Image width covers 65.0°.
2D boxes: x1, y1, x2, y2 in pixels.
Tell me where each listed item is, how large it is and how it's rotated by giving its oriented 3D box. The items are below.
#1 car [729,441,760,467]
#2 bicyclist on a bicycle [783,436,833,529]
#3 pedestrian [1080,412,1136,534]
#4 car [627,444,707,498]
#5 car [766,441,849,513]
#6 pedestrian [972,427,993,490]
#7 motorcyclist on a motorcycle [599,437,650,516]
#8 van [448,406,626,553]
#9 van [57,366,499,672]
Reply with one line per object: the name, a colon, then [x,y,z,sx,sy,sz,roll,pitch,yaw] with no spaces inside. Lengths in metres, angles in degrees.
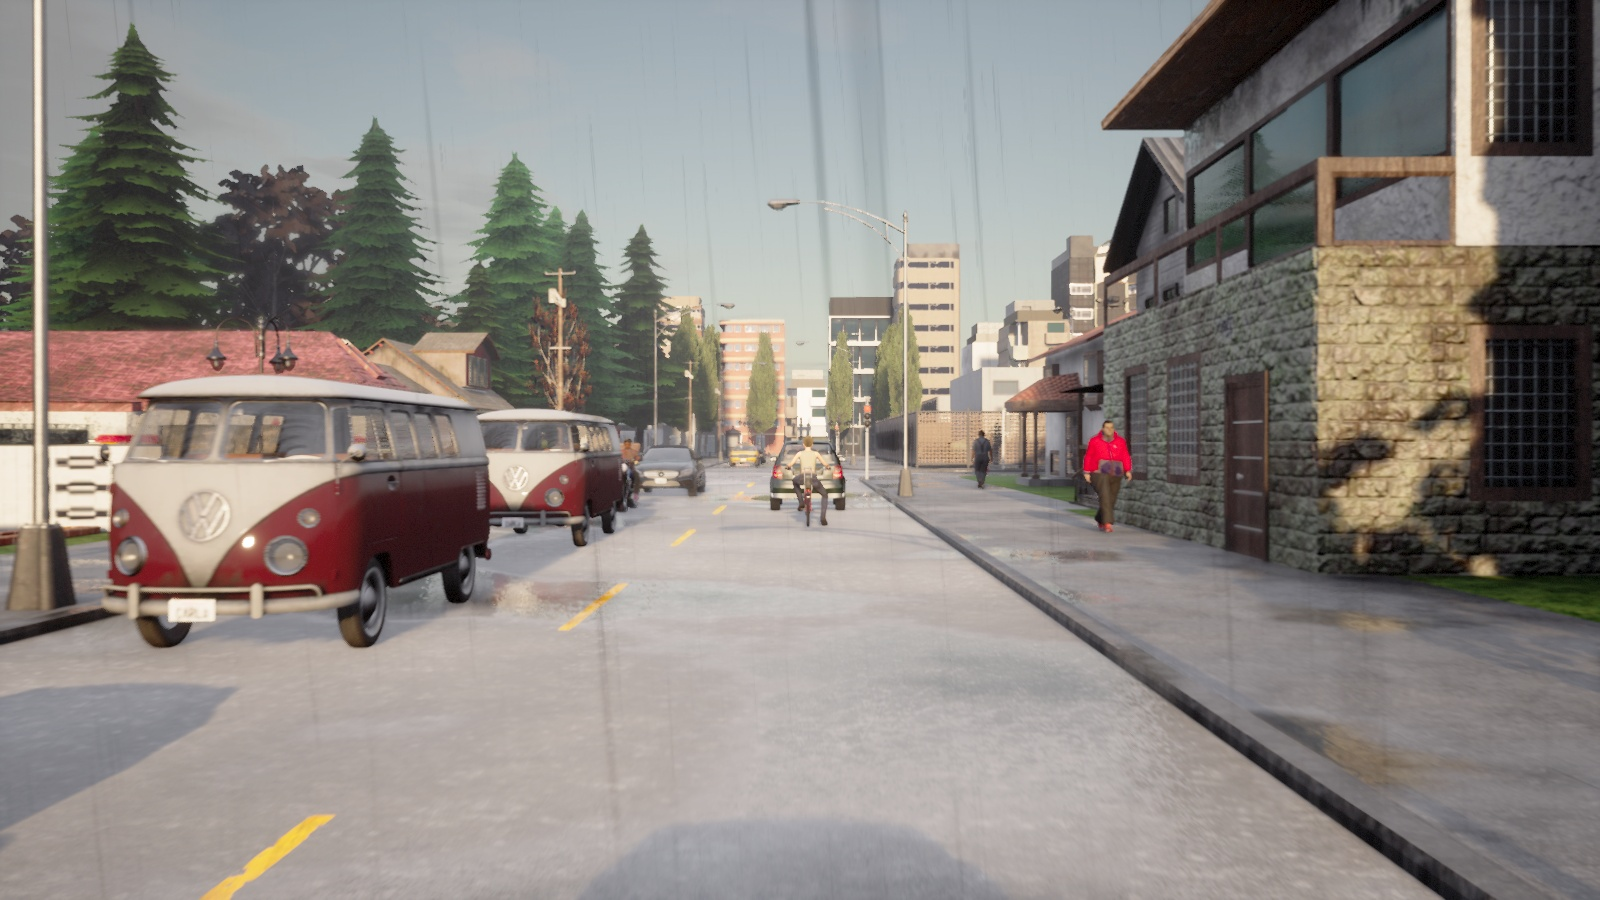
car: [-3.535,0.227,80.609,1.801,1.575,5.366,0,0,0]
bicyclist on a bicycle: [0.144,0.556,22.588,0.866,1.612,1.509,0,0,0]
pedestrian: [4.757,0.350,19.441,0.634,1.844,0.899,0,0,0]
car: [-3.781,0.564,36.397,1.812,1.442,4.674,0,0,0]
car: [0.176,0.563,28.773,1.789,1.549,3.705,0,0,0]
pedestrian: [5.451,0.249,37.580,0.540,1.848,0.694,0,0,0]
motorcyclist on a motorcycle: [-3.831,0.539,27.558,0.766,1.649,2.350,0,1,0]
van: [-3.876,0.388,19.255,1.775,1.987,4.442,0,0,0]
van: [-3.926,0.438,10.382,1.775,1.987,4.442,0,0,0]
